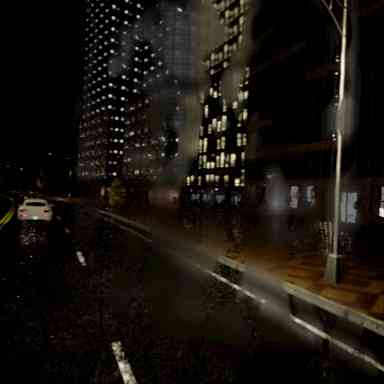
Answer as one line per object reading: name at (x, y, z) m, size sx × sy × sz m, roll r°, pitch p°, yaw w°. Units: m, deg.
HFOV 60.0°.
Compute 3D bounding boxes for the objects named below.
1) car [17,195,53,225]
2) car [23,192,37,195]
car at (-9.517, 1.153, 20.253) m, size 1.812 × 1.442 × 4.674 m, roll 2°, pitch 0°, yaw -25°
car at (-20.389, 0.738, 41.817) m, size 2.033 × 1.411 × 5.357 m, roll 2°, pitch 0°, yaw -29°
